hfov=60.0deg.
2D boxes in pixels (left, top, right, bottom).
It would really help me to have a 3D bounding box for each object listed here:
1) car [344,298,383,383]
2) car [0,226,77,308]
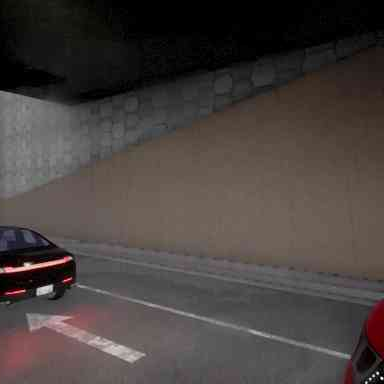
[{"bbox_3d":[3.650,1.221,1.340,5.566,2.045,2.150,0,0,35],"label":"car"},{"bbox_3d":[-4.527,1.492,7.199,4.902,1.511,2.128,0,0,36],"label":"car"}]
